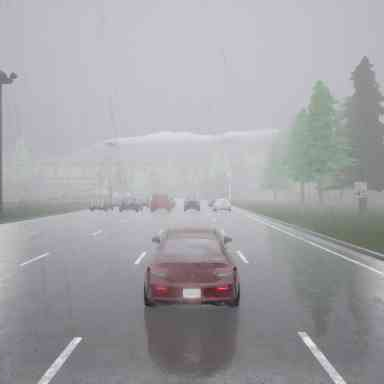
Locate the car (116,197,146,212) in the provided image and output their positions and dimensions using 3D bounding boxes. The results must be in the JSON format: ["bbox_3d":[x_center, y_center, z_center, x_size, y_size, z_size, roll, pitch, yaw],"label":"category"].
[{"bbox_3d":[-7.008,1.352,38.664,2.097,1.767,4.553,0,0,0],"label":"car"}]

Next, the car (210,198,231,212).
[{"bbox_3d":[3.497,1.526,39.050,1.812,1.442,4.674,0,0,0],"label":"car"}]

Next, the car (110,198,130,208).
[{"bbox_3d":[-10.504,1.564,48.943,1.994,1.385,4.181,0,0,0],"label":"car"}]

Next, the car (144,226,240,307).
[{"bbox_3d":[-0.003,1.526,7.849,1.812,1.442,4.674,0,0,0],"label":"car"}]

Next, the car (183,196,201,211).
[{"bbox_3d":[0.005,1.505,39.991,1.837,1.490,4.892,0,0,0],"label":"car"}]

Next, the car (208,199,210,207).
[{"bbox_3d":[3.488,1.564,49.344,1.994,1.385,4.181,0,0,1],"label":"car"}]

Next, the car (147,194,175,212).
[{"bbox_3d":[-3.507,1.221,38.575,2.150,2.045,5.566,0,0,0],"label":"car"}]

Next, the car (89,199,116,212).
[{"bbox_3d":[-10.504,1.601,39.030,1.895,1.301,4.718,0,0,0],"label":"car"}]

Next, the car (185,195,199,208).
[{"bbox_3d":[-0.003,1.352,50.092,2.097,1.767,4.553,0,0,0],"label":"car"}]
